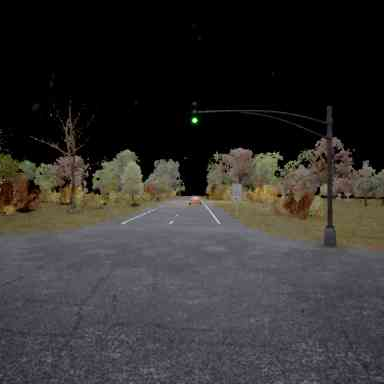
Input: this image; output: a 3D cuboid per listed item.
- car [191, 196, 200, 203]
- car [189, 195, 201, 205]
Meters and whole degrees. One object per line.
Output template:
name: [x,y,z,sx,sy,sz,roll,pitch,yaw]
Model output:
car: [0.660,1.594,69.623,1.812,1.442,4.674,0,0,1]
car: [0.565,1.402,59.590,2.097,1.767,4.553,0,0,1]
